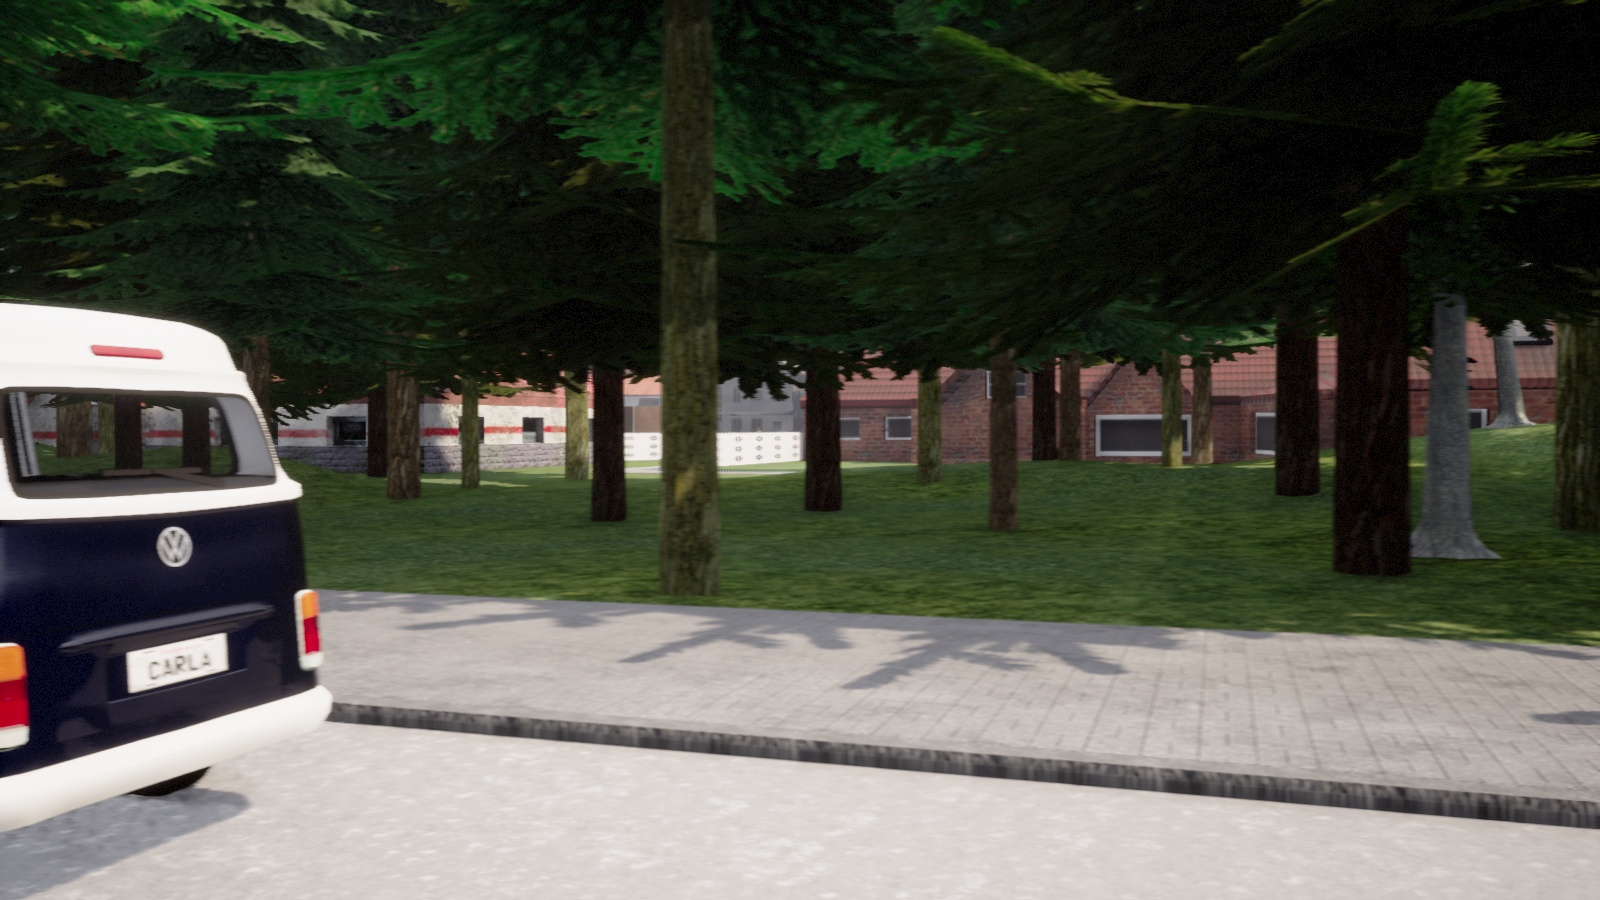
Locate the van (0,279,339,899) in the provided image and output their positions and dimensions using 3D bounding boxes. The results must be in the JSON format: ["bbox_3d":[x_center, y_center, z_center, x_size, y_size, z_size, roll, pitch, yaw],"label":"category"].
[{"bbox_3d":[-4.469,0.450,5.220,4.480,2.038,2.069,1,1,19],"label":"van"}]
